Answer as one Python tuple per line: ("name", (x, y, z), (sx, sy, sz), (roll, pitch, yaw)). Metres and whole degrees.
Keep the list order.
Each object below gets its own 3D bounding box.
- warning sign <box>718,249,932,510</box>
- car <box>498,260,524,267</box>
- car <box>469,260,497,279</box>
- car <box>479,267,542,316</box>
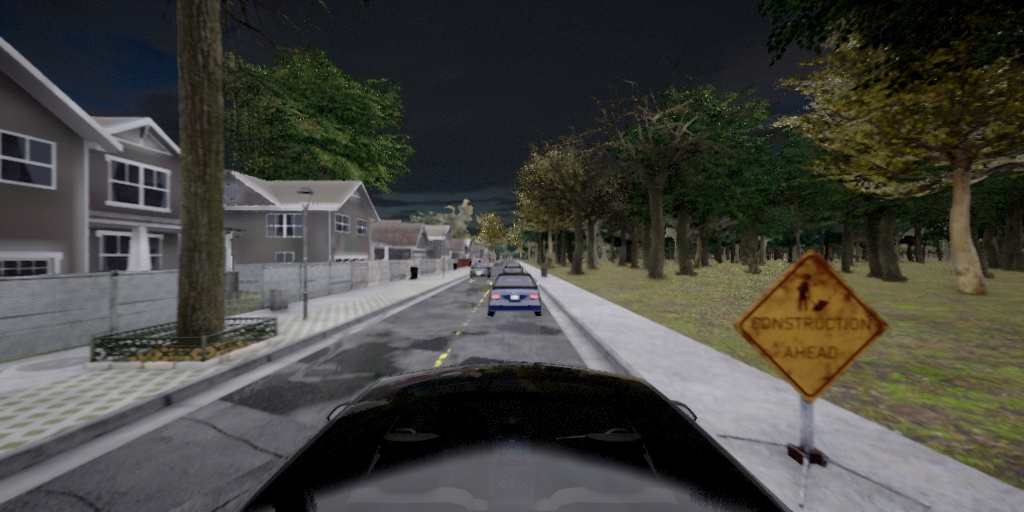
("warning sign", (2.516, 0.869, 3.067), (1.300, 1.860, 1.060), (0, 0, 0))
("car", (0.085, 1.329, 33.375), (2.128, 1.511, 4.902), (0, 0, 0))
("car", (-2.859, 1.330, 33.607), (2.128, 1.511, 4.902), (0, 0, 0))
("car", (0.091, 1.328, 13.544), (2.033, 1.411, 5.357), (0, 0, 0))
